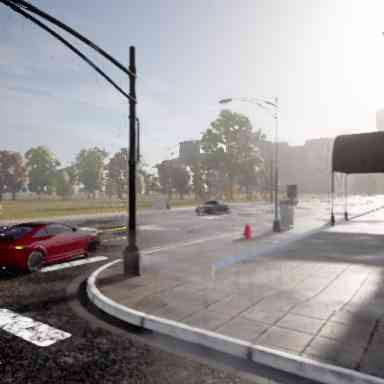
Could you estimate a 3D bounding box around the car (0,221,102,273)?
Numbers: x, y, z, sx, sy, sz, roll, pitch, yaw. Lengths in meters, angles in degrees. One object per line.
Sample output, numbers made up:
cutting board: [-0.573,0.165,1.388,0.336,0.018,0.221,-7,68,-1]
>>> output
car: [-4.977,1.688,11.400,1.994,1.385,4.181,0,0,21]

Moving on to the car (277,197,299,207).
car: [14.324,1.477,49.872,1.895,1.301,4.718,0,0,36]

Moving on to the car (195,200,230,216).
car: [2.159,1.514,33.247,1.812,1.442,4.674,0,0,36]
